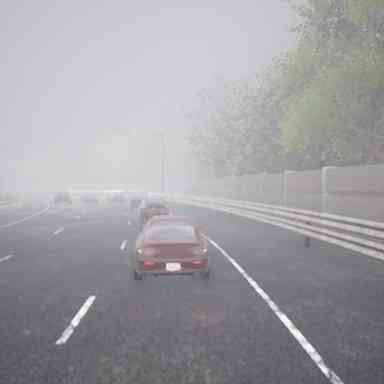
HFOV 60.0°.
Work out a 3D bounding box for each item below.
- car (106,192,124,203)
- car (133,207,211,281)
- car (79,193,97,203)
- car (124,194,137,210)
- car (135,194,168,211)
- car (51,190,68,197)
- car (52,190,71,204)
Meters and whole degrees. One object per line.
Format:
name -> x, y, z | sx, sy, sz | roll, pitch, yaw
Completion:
car -> -10.741, 0.792, 46.844 | 1.812, 1.442, 4.674 | 0, 1, -25
car -> -0.600, 1.375, 9.314 | 1.812, 1.442, 4.674 | 0, 1, -5
car -> -14.607, 0.840, 46.809 | 1.994, 1.385, 4.181 | -1, 1, -25
car -> -5.362, 0.951, 33.270 | 1.882, 1.535, 5.008 | 0, 1, -16
car -> -2.628, 1.151, 22.222 | 1.837, 1.490, 4.892 | 0, 1, -11
car -> -30.174, 0.321, 75.937 | 1.882, 1.535, 5.008 | -1, 1, -43
car -> -17.800, 0.659, 45.378 | 2.097, 1.767, 4.553 | -1, 1, -25
